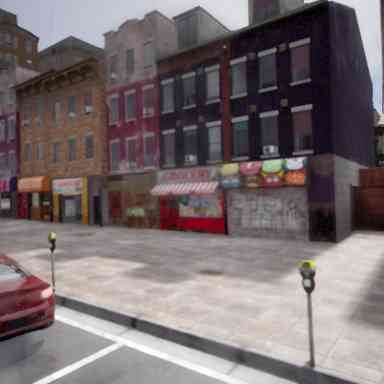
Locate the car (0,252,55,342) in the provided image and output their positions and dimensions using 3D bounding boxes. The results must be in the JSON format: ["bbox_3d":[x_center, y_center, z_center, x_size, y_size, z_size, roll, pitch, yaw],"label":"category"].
[{"bbox_3d":[-4.019,1.646,5.697,4.206,1.307,1.802,-1,-2,36],"label":"car"}]
